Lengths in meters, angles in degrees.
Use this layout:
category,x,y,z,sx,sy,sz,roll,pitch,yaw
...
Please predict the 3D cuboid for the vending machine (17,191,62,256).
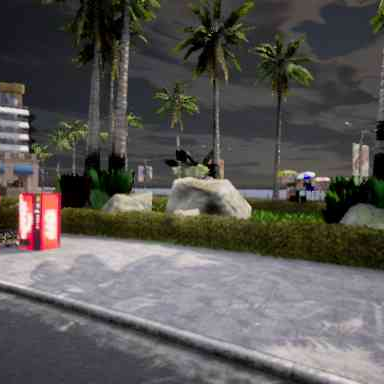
category,x,y,z,sx,sy,sz,roll,pitch,yaw
vending machine,-5.232,1.026,11.439,0.880,2.100,1.100,1,1,28
